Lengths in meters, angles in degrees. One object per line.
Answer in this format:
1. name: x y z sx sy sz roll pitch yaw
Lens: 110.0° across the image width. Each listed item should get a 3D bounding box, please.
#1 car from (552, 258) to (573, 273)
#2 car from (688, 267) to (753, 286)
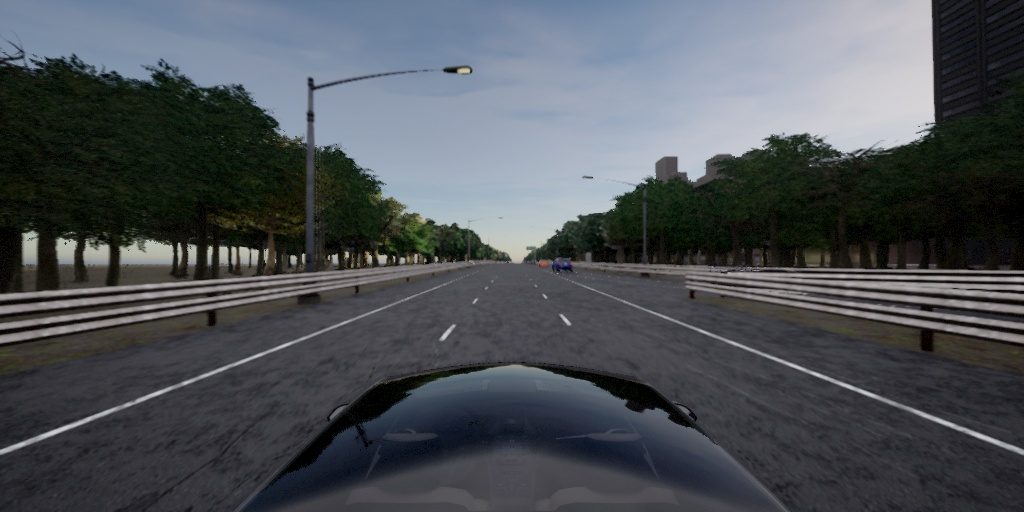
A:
1. car: 7.301 1.278 52.290 2.150 2.045 5.566 0 0 -3
2. car: 13.828 1.426 23.395 2.128 1.511 4.902 0 -1 -19
